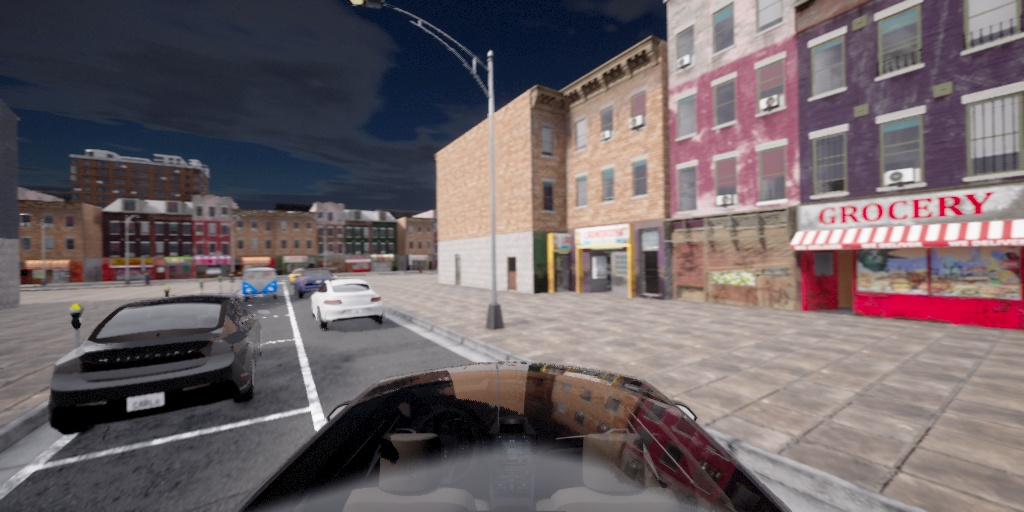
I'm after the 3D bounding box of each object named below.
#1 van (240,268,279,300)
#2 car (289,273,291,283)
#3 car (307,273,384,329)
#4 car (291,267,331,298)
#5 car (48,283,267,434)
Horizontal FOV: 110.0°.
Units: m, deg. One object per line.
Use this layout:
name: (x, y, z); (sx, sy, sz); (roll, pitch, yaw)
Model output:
van: (-14.185, 1.557, 20.316); (1.690, 1.789, 3.998); (0, 0, -33)
car: (-20.901, 1.957, 35.493); (1.801, 1.575, 5.366); (-1, -1, -33)
car: (-5.730, 1.489, 12.307); (1.812, 1.442, 4.674); (-1, 0, -33)
car: (-12.348, 1.547, 22.498); (2.097, 1.767, 4.553); (-1, -1, -34)
car: (-5.352, 1.405, 5.985); (1.837, 1.490, 4.892); (-1, -1, -33)
